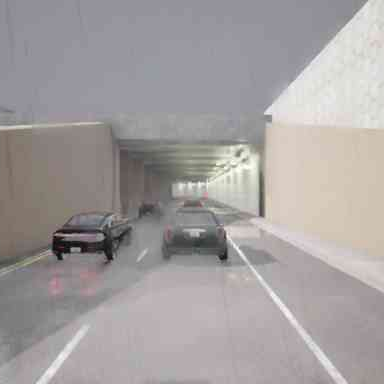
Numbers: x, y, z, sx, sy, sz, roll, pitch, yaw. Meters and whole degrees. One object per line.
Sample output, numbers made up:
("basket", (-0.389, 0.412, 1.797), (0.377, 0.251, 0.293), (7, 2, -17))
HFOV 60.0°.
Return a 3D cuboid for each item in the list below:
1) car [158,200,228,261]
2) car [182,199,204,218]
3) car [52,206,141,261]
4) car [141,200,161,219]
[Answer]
("car", (0.092, 1.330, 12.357), (2.097, 1.767, 4.553), (0, 0, 0))
("car", (0.099, 1.425, 30.174), (1.882, 1.535, 5.008), (0, 0, 0))
("car", (-3.407, 1.472, 12.175), (2.128, 1.511, 4.902), (0, 0, 0))
("car", (-3.403, 1.442, 28.616), (2.128, 1.511, 4.902), (0, 0, 0))
